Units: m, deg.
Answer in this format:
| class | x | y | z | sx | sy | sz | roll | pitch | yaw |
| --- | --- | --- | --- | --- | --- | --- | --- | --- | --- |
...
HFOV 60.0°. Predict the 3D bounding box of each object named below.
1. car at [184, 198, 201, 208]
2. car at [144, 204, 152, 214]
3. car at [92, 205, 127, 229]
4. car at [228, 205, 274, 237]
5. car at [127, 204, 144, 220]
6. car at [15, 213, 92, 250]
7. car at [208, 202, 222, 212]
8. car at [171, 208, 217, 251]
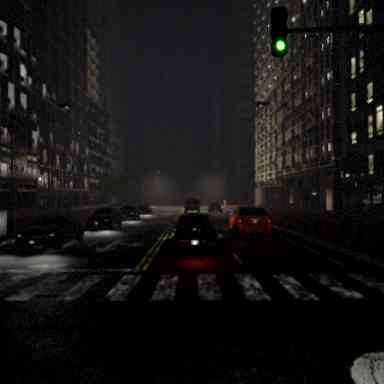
| class | x | y | z | sx | sy | sz | roll | pitch | yaw |
| --- | --- | --- | --- | --- | --- | --- | --- | --- | --- |
| car | 0.045 | 1.888 | 45.973 | 2.150 | 2.045 | 5.566 | -1 | -1 | 0 |
| car | -6.455 | 2.271 | 44.543 | 1.994 | 1.385 | 4.181 | -1 | -1 | 0 |
| car | -6.575 | 1.933 | 25.265 | 1.837 | 1.490 | 4.892 | -1 | -1 | 0 |
| car | 3.365 | 1.608 | 19.876 | 2.097 | 1.767 | 4.553 | -1 | -1 | 0 |
| car | -6.538 | 2.089 | 34.556 | 1.812 | 1.442 | 4.674 | -1 | -1 | 0 |
| car | -6.583 | 1.818 | 15.997 | 1.812 | 1.442 | 4.674 | -1 | -1 | 0 |
| car | 3.323 | 2.194 | 48.241 | 1.812 | 1.442 | 4.674 | -1 | -1 | 0 |
| car | 0.109 | 1.724 | 15.243 | 1.837 | 1.490 | 4.892 | -1 | -1 | 0 |
